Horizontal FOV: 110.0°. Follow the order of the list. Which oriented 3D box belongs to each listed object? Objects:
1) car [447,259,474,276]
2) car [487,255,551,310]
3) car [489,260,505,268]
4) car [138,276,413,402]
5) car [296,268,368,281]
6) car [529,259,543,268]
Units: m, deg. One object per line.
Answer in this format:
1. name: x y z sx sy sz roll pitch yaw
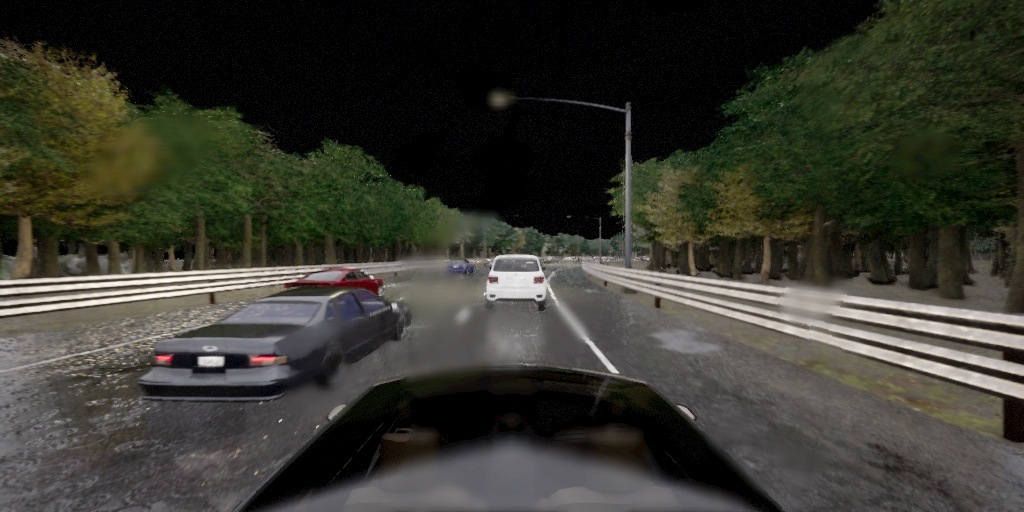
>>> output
1. car: -5.393 1.105 38.121 2.097 1.767 4.553 0 0 5
2. car: 0.222 0.977 14.864 2.150 2.045 5.566 0 0 2
3. car: -2.611 1.336 64.125 1.895 1.301 4.718 0 0 8
4. car: -3.493 1.292 6.745 2.033 1.411 5.357 0 0 1
5. car: -6.761 1.218 14.215 1.882 1.535 5.008 0 0 2
6. car: 4.120 1.306 61.388 2.033 1.411 5.357 0 0 8
